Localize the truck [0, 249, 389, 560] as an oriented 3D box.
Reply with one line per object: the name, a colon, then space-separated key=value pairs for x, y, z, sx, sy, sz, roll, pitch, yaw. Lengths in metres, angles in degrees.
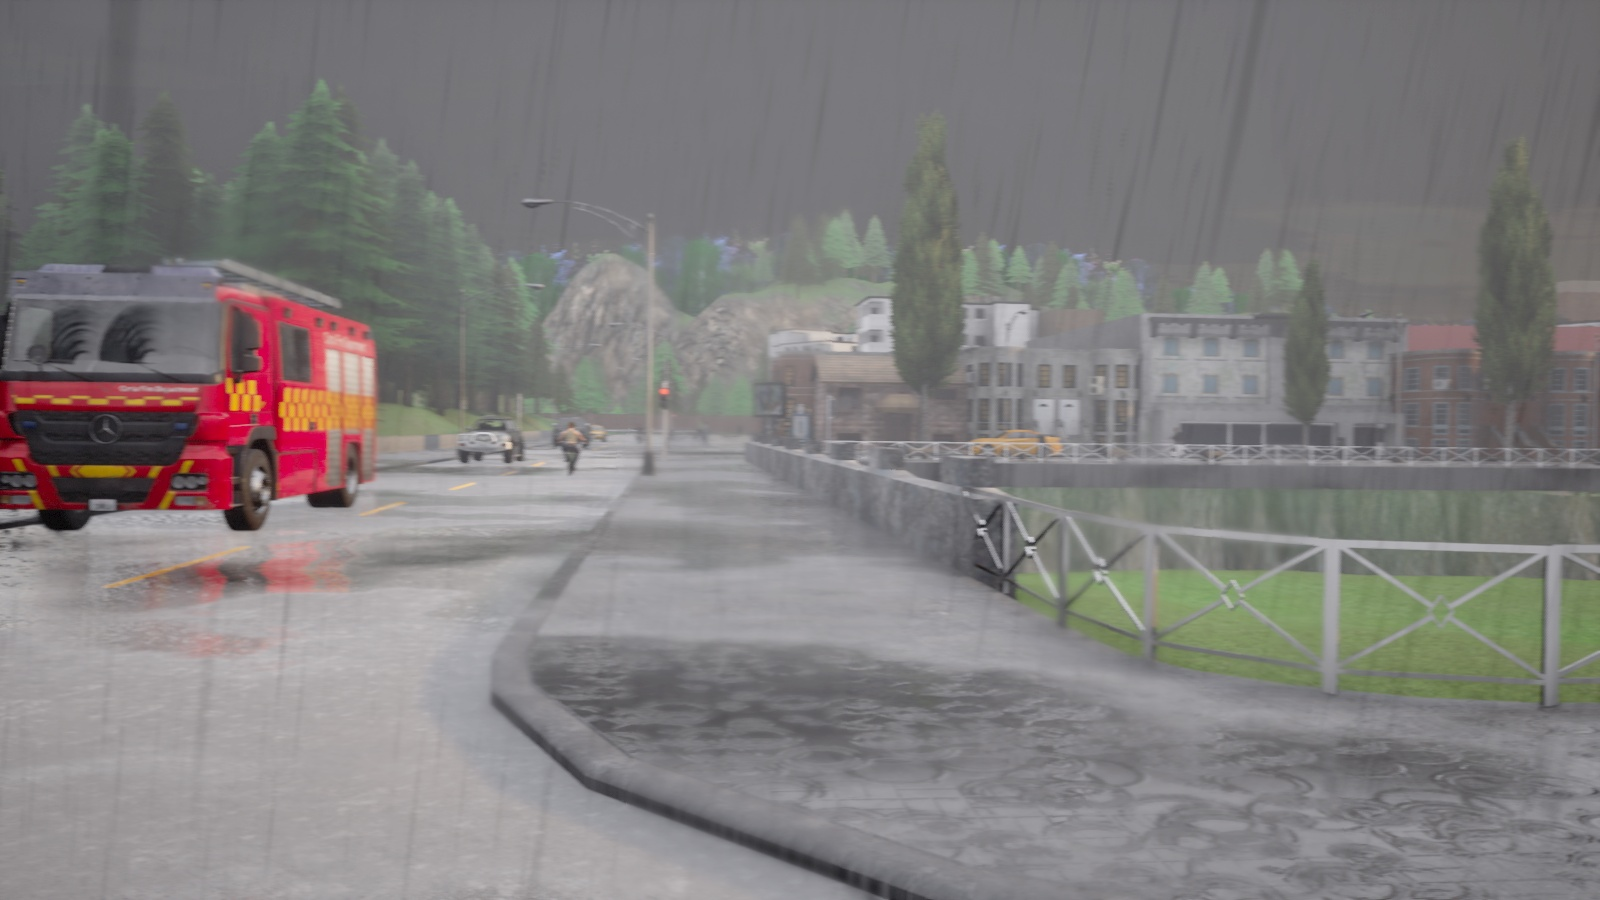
truck: x=-8.981 y=-0.646 z=19.799 sx=2.891 sy=3.827 sz=8.468 roll=-1 pitch=1 yaw=-5

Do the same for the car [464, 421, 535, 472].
car: x=-11.616 y=-0.176 z=48.789 sx=1.932 sy=1.855 sz=4.605 roll=-1 pitch=1 yaw=-4

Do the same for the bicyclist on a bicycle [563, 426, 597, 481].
bicyclist on a bicycle: x=-6.584 y=0.101 z=37.659 sx=0.866 sy=1.612 sz=1.509 roll=-1 pitch=1 yaw=-5

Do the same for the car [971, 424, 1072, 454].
car: x=11.828 y=-0.589 z=67.336 sx=5.008 sy=1.535 sz=1.882 roll=-1 pitch=1 yaw=-5

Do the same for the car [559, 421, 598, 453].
car: x=-14.914 y=-0.908 z=84.760 sx=2.150 sy=2.045 sz=5.566 roll=-1 pitch=1 yaw=-6
